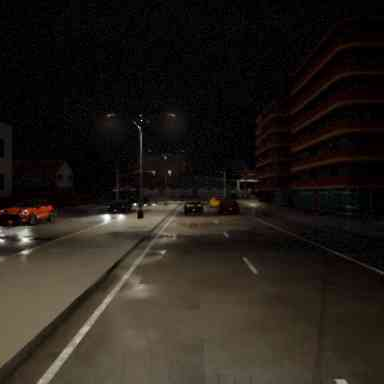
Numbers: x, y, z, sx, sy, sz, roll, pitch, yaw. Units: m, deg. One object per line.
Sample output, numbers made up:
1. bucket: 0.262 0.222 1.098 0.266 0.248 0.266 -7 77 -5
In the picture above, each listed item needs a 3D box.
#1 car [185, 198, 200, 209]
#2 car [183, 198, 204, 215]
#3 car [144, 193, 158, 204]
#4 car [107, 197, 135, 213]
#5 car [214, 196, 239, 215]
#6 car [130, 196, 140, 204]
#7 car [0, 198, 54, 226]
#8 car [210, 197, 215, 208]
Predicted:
1. car: 0.131 1.529 46.423 1.994 1.385 4.181 0 0 1
2. car: 0.167 1.467 33.042 2.128 1.511 4.902 0 0 0
3. car: -7.870 1.275 64.554 2.150 2.045 5.566 0 0 0
4. car: -7.927 1.583 36.623 1.895 1.301 4.718 0 0 0
5. car: 3.668 1.454 34.052 1.882 1.535 5.008 0 0 0
6. car: -11.370 1.467 64.591 1.882 1.535 5.008 0 0 0
7. car: -11.540 1.330 23.397 2.097 1.767 4.553 0 0 0
8. car: 3.690 1.443 48.300 1.882 1.535 5.008 0 0 0
